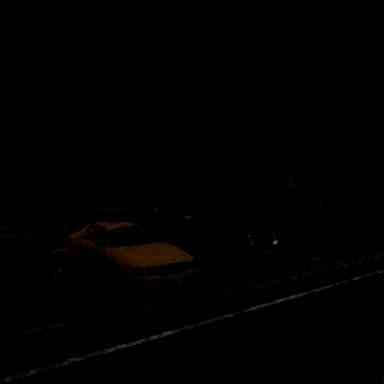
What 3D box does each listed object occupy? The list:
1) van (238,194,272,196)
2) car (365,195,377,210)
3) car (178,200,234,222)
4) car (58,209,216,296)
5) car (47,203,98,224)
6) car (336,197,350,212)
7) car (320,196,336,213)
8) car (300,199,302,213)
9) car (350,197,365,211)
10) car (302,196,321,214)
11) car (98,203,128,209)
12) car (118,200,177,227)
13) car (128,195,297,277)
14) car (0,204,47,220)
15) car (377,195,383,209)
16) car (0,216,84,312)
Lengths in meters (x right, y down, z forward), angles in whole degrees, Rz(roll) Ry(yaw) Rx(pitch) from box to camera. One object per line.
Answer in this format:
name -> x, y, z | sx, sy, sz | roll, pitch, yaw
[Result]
van -> 5.482, 1.208, 30.733 | 1.878, 1.987, 4.442 | 0, 0, -36
car -> 19.106, 1.395, 40.312 | 2.231, 1.521, 4.892 | 0, 0, -36
car -> 1.051, 1.479, 27.389 | 2.163, 1.488, 4.792 | 0, 0, -36
car -> -1.866, 1.481, 9.041 | 1.946, 1.575, 5.366 | 0, 0, -36
car -> -8.005, 1.480, 20.965 | 2.231, 1.521, 4.892 | 0, 0, -36
car -> 14.567, 1.281, 37.117 | 2.185, 1.767, 4.553 | 0, 0, -36
car -> 12.328, 1.453, 35.476 | 2.002, 1.452, 4.674 | 0, 0, -36
car -> 7.810, 1.467, 32.248 | 2.002, 1.452, 4.674 | 0, 0, -36
car -> 16.841, 1.400, 38.709 | 2.097, 1.535, 5.008 | 0, 0, -36
car -> 10.071, 1.419, 33.861 | 2.097, 1.535, 5.008 | 0, 0, -36
car -> -5.760, 1.501, 22.596 | 2.163, 1.488, 4.792 | 0, 0, -36
car -> -3.377, 1.461, 24.035 | 1.946, 1.575, 5.366 | 0, 0, -36
car -> 0.324, 1.225, 10.798 | 2.435, 2.045, 5.566 | 0, 0, -36
car -> -10.263, 1.487, 19.351 | 2.097, 1.535, 5.008 | 0, 0, -36
car -> 21.344, 1.417, 41.953 | 2.163, 1.488, 4.792 | 0, 0, -36
car -> -4.256, 1.532, 7.565 | 2.002, 1.452, 4.674 | 0, 0, -36
